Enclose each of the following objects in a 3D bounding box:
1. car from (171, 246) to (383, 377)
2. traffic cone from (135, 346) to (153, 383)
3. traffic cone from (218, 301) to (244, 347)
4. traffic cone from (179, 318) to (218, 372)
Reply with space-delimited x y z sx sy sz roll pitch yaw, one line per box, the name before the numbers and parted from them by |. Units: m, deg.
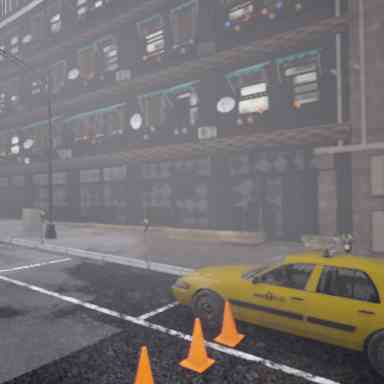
car | 1.875 1.530 5.222 4.829 1.417 1.752 0 -1 36
traffic cone | -0.514 1.948 3.545 0.340 0.580 0.340 0 0 36
traffic cone | 0.544 1.934 5.023 0.340 0.580 0.340 1 7 37
traffic cone | 0.069 1.950 4.358 0.340 0.580 0.340 0 0 36
